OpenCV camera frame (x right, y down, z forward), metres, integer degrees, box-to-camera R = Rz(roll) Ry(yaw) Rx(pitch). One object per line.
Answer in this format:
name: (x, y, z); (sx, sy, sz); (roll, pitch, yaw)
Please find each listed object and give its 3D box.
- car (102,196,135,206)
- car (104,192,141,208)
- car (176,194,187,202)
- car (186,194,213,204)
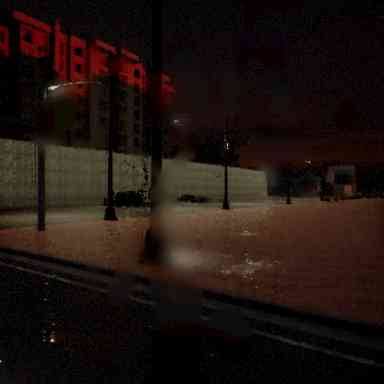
car: (-10.844, 1.291, 49.480); (1.837, 1.490, 4.892); (0, 0, 36)
car: (-9.413, 1.025, 45.499); (2.150, 2.045, 5.566); (0, 0, 36)
car: (-1.049, 1.118, 62.992); (1.812, 1.442, 4.674); (0, 0, 36)
car: (1.793, 1.412, 60.951); (2.033, 1.411, 5.357); (0, 0, 36)
